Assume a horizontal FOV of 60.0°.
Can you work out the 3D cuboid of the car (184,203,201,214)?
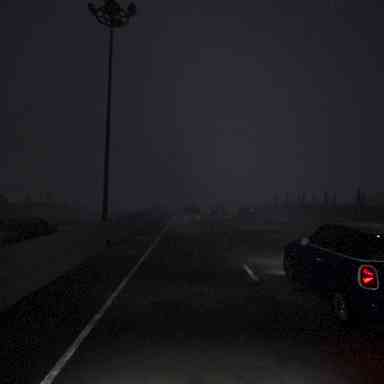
[{"bbox_3d":[0.006,2.129,43.064,1.812,1.442,4.674,0,-1,0],"label":"car"}]

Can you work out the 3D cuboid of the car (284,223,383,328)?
[{"bbox_3d":[3.582,1.455,7.344,2.097,1.767,4.553,0,-1,0],"label":"car"}]

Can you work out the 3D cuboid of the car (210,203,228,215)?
[{"bbox_3d":[3.505,2.127,42.846,1.812,1.442,4.674,0,-1,0],"label":"car"}]

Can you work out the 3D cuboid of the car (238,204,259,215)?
[{"bbox_3d":[7.010,2.140,41.502,1.994,1.385,4.181,0,-1,0],"label":"car"}]

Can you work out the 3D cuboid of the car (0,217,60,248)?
[{"bbox_3d":[-7.132,1.723,13.408,2.033,1.411,5.357,0,-1,0],"label":"car"}]
